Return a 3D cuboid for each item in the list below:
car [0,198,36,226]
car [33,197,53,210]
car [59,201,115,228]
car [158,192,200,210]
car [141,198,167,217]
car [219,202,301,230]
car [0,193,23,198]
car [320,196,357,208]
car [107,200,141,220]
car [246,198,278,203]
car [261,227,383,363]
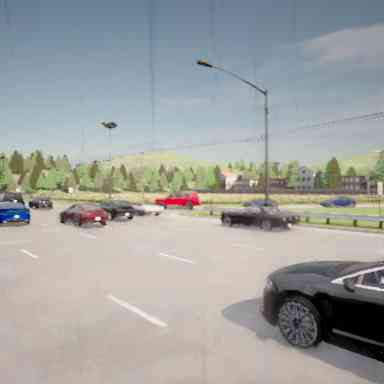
[{"bbox_3d":[-12.560,1.393,22.766,1.882,1.535,5.008,0,0,-40],"label":"car"},{"bbox_3d":[-18.610,1.333,40.818,2.128,1.511,4.902,0,0,-40],"label":"car"},{"bbox_3d":[-7.142,1.435,21.763,1.812,1.442,4.674,0,0,-40],"label":"car"},{"bbox_3d":[-1.812,1.036,39.532,5.566,2.045,2.150,0,0,6],"label":"car"},{"bbox_3d":[-4.616,1.468,29.633,1.895,1.301,4.718,0,0,-40],"label":"car"},{"bbox_3d":[3.818,1.498,19.617,1.895,1.301,4.718,0,0,-40],"label":"car"},{"bbox_3d":[-20.914,1.080,38.120,2.150,2.045,5.566,0,0,-40],"label":"car"},{"bbox_3d":[18.704,1.286,42.476,4.674,1.442,1.812,-1,0,-15],"label":"car"},{"bbox_3d":[-6.318,1.391,26.218,1.837,1.490,4.892,0,0,-40],"label":"car"},{"bbox_3d":[8.219,1.356,40.015,4.181,1.385,1.994,0,0,-9],"label":"car"},{"bbox_3d":[3.121,1.464,4.137,2.128,1.511,4.902,0,0,-40],"label":"car"}]
